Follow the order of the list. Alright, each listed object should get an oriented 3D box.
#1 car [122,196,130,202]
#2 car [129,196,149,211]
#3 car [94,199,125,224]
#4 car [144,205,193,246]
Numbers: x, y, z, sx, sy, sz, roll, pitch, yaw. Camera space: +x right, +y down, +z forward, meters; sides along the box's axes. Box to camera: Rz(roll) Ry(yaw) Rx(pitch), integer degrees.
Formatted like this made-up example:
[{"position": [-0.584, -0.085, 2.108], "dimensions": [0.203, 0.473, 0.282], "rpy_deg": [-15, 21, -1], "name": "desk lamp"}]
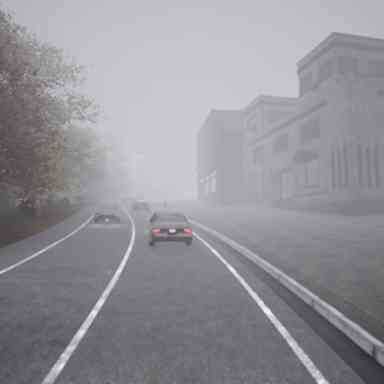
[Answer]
[{"position": [-12.488, 1.357, 66.007], "dimensions": [1.895, 1.301, 4.718], "rpy_deg": [-1, 0, 3], "name": "car"}, {"position": [-6.110, 1.475, 39.343], "dimensions": [1.812, 1.442, 4.674], "rpy_deg": [1, 0, -14], "name": "car"}, {"position": [-6.276, 1.513, 25.090], "dimensions": [2.033, 1.411, 5.357], "rpy_deg": [1, 0, -12], "name": "car"}, {"position": [-1.105, 1.574, 15.575], "dimensions": [2.033, 1.411, 5.357], "rpy_deg": [1, 0, -7], "name": "car"}]
